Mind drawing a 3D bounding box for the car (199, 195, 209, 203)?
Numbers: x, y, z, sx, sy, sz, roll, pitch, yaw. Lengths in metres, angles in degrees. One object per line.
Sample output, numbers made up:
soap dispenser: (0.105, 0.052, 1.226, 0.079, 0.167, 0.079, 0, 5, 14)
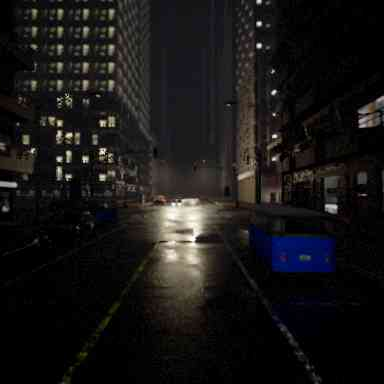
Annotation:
car: (2.687, 1.518, 70.101, 1.802, 1.307, 4.206, 1, 0, 0)

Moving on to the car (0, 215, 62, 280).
car: (-5.645, 1.573, 9.740, 1.802, 1.307, 4.206, 1, 0, 0)

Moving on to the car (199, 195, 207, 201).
car: (2.686, 1.451, 81.427, 1.752, 1.417, 4.829, 1, 0, 0)

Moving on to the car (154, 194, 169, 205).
car: (-5.687, 1.386, 58.887, 1.967, 1.590, 4.097, 1, 0, 0)

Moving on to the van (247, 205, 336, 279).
van: (2.706, 1.333, 9.794, 1.690, 1.788, 3.998, 1, 0, 0)

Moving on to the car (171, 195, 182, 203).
car: (-3.017, 1.455, 66.720, 2.128, 1.511, 4.902, 0, 0, 0)

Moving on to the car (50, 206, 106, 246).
car: (-5.647, 1.552, 15.280, 1.947, 1.339, 4.313, 1, 0, 0)

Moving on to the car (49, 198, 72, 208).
car: (-16.501, 1.457, 43.464, 4.097, 1.590, 1.967, 0, -1, 0)

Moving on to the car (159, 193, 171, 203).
car: (-5.688, 1.251, 70.037, 2.192, 1.841, 5.009, 1, 0, 0)

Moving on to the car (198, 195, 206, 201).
car: (2.683, 1.487, 86.834, 1.947, 1.339, 4.313, 1, 0, 0)

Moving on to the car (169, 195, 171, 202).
car: (-5.692, 1.522, 64.462, 1.802, 1.307, 4.206, 1, 0, 0)

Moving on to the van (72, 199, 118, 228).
van: (-5.813, 1.322, 20.821, 1.690, 1.788, 3.998, 1, 0, 0)
